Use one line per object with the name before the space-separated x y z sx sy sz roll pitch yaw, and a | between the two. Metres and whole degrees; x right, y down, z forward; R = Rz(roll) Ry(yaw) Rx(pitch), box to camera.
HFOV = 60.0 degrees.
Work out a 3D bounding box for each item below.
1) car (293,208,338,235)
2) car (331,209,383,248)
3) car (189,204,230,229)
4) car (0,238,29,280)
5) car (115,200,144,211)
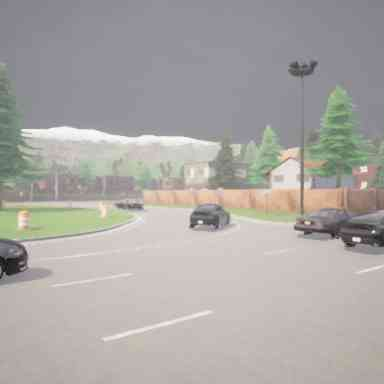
car | 7.733 1.585 17.858 5.357 1.411 2.033 0 0 -35
car | 8.123 1.538 13.837 4.892 1.490 1.837 0 0 -35
car | 1.230 1.536 21.893 1.837 1.490 4.892 2 1 18
car | -6.520 1.490 7.694 4.902 1.511 2.128 0 0 -36
car | -8.015 1.643 41.887 1.895 1.301 4.718 0 0 -37
